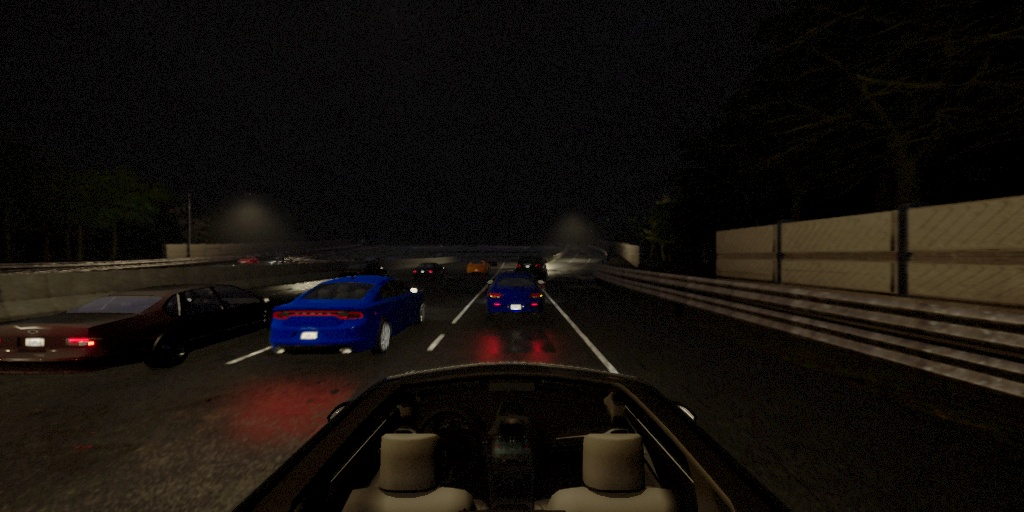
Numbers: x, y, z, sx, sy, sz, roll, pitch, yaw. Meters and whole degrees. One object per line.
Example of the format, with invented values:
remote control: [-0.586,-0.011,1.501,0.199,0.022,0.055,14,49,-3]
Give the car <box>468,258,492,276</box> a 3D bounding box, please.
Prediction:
car: [-3.442,1.173,37.132,1.882,1.535,5.008,0,0,0]

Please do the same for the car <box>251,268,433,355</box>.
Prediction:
car: [-3.491,1.217,8.659,1.882,1.535,5.008,0,0,0]

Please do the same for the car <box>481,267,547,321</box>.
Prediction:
car: [0.127,1.259,12.320,1.812,1.442,4.674,0,0,0]

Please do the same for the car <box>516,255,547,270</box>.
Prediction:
car: [1.778,0.935,31.179,2.150,2.045,5.566,1,0,11]

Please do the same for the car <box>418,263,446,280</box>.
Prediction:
car: [-6.847,1.253,29.985,2.033,1.411,5.357,0,0,0]

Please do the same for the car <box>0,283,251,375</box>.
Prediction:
car: [-6.893,1.288,7.695,2.033,1.411,5.357,0,0,0]

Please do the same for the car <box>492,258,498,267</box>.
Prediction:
car: [-3.522,1.094,64.407,1.882,1.535,5.008,0,0,0]

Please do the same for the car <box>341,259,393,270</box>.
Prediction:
car: [-10.355,1.190,25.269,1.882,1.535,5.008,0,0,0]

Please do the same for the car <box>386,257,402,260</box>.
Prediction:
car: [-21.036,1.110,61.773,1.882,1.535,5.008,0,0,0]
